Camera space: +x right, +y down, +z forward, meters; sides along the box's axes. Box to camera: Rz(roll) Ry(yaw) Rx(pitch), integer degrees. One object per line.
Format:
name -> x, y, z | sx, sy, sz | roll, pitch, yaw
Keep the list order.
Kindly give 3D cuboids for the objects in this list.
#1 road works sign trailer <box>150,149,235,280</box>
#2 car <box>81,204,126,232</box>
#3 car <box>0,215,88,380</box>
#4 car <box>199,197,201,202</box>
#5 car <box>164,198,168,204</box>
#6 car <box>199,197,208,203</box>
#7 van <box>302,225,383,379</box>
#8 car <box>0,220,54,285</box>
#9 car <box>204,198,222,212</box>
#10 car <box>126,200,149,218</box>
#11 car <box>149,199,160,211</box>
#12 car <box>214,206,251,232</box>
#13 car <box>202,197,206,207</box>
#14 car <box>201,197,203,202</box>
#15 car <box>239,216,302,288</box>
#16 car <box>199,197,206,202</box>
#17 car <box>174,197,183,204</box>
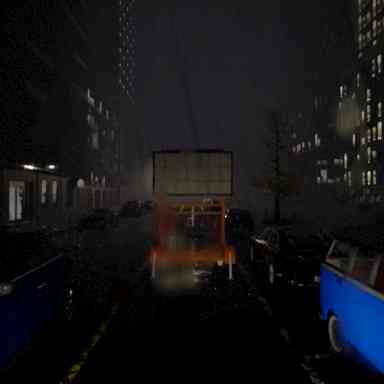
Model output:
road works sign trailer -> 0.026, 0.510, 10.113 | 2.380, 3.560, 2.880 | 0, 0, 0
car -> -5.680, 1.644, 20.545 | 2.008, 1.369, 4.403 | 0, 0, 0
car -> -3.100, 1.371, 4.141 | 2.097, 1.767, 4.553 | 0, 0, 0
car -> 2.707, 1.830, 60.344 | 2.008, 1.369, 4.403 | 0, 0, 0
car -> -5.672, 1.852, 66.057 | 1.887, 1.381, 4.507 | 0, 0, 0
car -> 2.710, 1.929, 77.410 | 1.947, 1.339, 4.313 | 0, 0, 0
van -> 2.699, 1.357, 3.457 | 1.690, 1.788, 3.998 | 0, 0, 0
car -> -5.683, 1.608, 9.167 | 1.947, 1.339, 4.313 | 0, 0, 0
car -> 2.703, 1.723, 37.589 | 2.008, 1.369, 4.403 | 0, 0, 0
car -> -5.677, 1.586, 31.924 | 1.967, 1.590, 4.097 | 0, 0, 0
car -> -5.677, 1.750, 43.301 | 2.008, 1.369, 4.403 | 0, 0, 0
car -> 2.700, 1.644, 20.522 | 2.008, 1.369, 4.403 | 0, 0, 0
car -> 2.704, 1.639, 43.277 | 1.967, 1.590, 4.097 | 0, 0, 0
car -> 2.705, 1.770, 48.966 | 1.887, 1.381, 4.507 | 0, 0, 0
car -> 2.698, 1.592, 9.144 | 2.008, 1.369, 4.403 | 0, 0, 0
car -> 2.712, 1.946, 88.958 | 1.752, 1.417, 4.829 | 0, 0, 0
car -> -2.987, 1.838, 73.931 | 2.128, 1.511, 4.902 | 0, 0, 0
